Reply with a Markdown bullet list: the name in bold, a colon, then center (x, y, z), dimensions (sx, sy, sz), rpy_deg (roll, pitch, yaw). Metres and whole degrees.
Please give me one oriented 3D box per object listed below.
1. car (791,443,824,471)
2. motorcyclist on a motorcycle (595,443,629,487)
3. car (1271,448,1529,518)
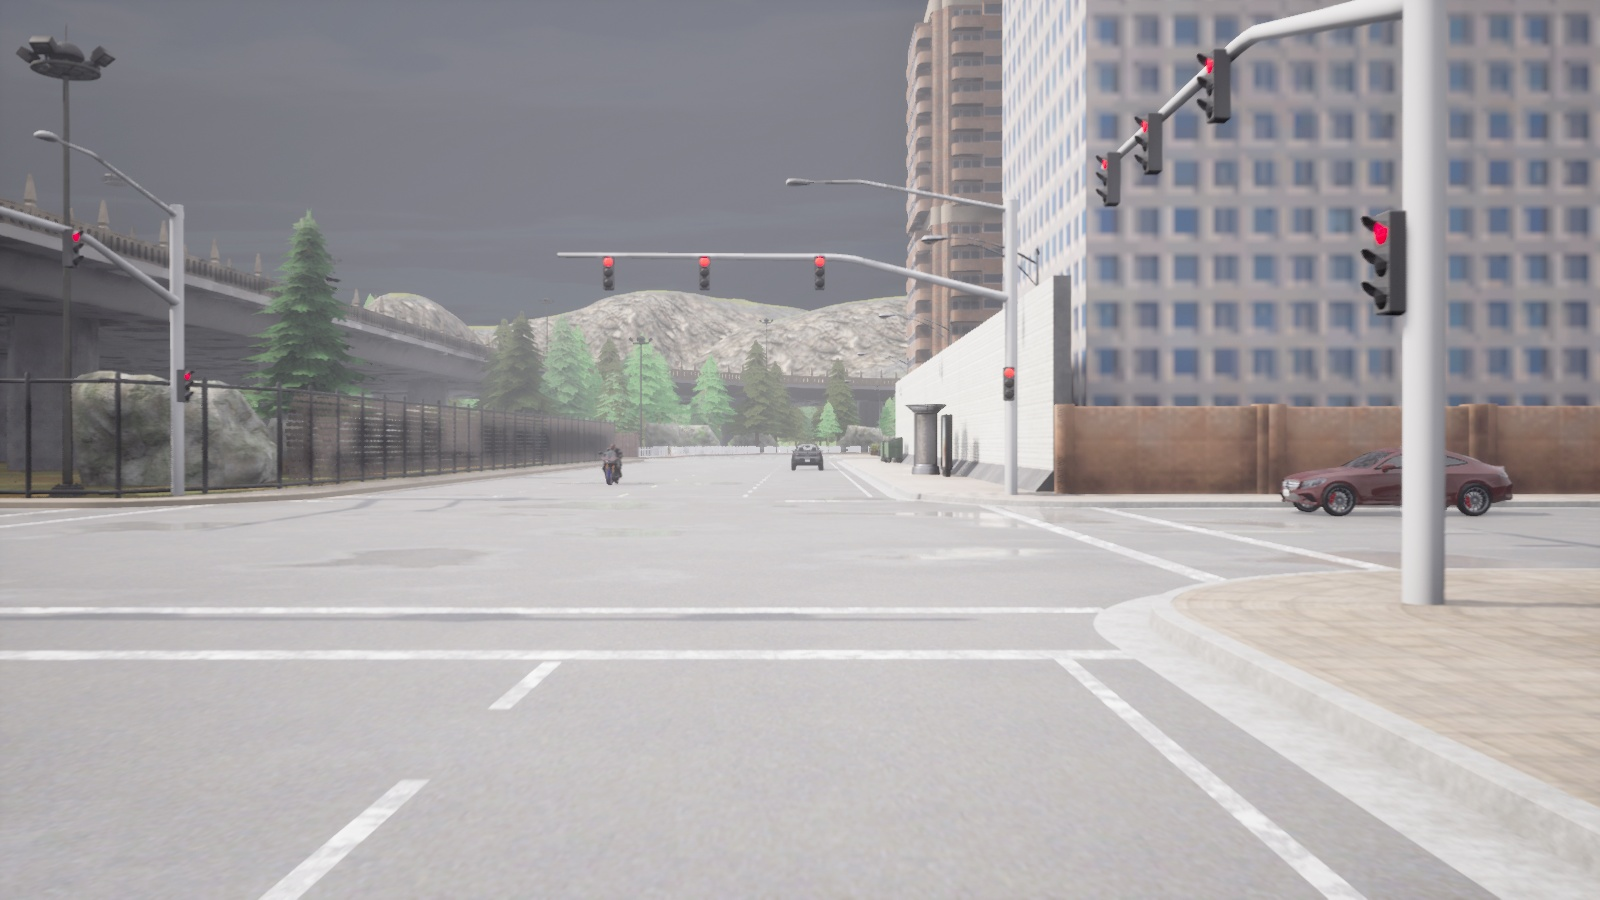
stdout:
- **car**: center (0.411, 0.366, 70.035), dimensions (1.816, 1.474, 4.193), rpy_deg (0, 0, 0)
- **motorcyclist on a motorcycle**: center (-6.730, 0.523, 45.006), dimensions (0.866, 1.530, 2.191), rpy_deg (0, 0, 0)
- **car**: center (12.819, 0.686, 27.021), dimensions (4.674, 1.442, 1.812), rpy_deg (0, 0, 0)
